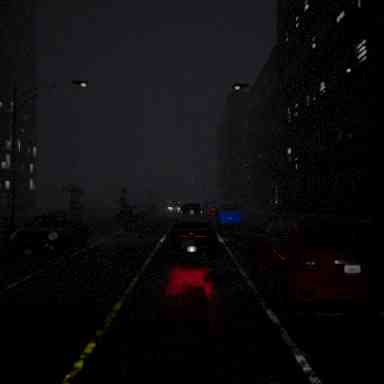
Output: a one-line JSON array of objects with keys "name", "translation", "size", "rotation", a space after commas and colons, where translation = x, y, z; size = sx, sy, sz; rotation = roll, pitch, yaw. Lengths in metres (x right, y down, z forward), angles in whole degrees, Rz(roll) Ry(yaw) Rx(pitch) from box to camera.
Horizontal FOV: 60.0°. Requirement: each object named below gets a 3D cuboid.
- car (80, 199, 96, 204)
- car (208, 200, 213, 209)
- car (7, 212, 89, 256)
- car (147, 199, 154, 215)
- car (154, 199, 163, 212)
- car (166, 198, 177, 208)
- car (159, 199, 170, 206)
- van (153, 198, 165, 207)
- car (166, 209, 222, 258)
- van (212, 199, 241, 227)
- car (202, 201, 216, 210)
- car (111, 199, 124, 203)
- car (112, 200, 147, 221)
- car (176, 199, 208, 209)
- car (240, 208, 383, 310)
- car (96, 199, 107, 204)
[{"name": "car", "translation": [-26.447, 2.314, 81.791], "size": [4.097, 1.590, 1.967], "rotation": [0, -1, 1]}, {"name": "car", "translation": [2.670, 1.932, 36.208], "size": [1.887, 1.381, 4.507], "rotation": [1, -1, 0]}, {"name": "car", "translation": [-5.694, 1.590, 13.586], "size": [1.967, 1.590, 4.097], "rotation": [1, -1, 0]}, {"name": "car", "translation": [-5.677, 1.827, 36.169], "size": [1.967, 1.590, 4.097], "rotation": [1, -1, 0]}, {"name": "car", "translation": [-5.687, 2.044, 47.458], "size": [1.887, 1.381, 4.507], "rotation": [1, -1, 0]}, {"name": "car", "translation": [-3.099, 1.989, 61.694], "size": [2.097, 1.767, 4.553], "rotation": [0, -1, 0]}, {"name": "car", "translation": [-5.707, 2.261, 70.041], "size": [1.887, 1.381, 4.507], "rotation": [1, -1, 0]}, {"name": "van", "translation": [-5.690, 1.896, 53.106], "size": [1.690, 1.788, 3.998], "rotation": [1, -1, 0]}, {"name": "car", "translation": [0.011, 1.656, 13.497], "size": [1.837, 1.490, 4.892], "rotation": [0, 0, 1]}, {"name": "van", "translation": [2.682, 1.612, 24.916], "size": [1.690, 1.788, 3.998], "rotation": [1, -1, 0]}, {"name": "car", "translation": [2.655, 2.121, 53.144], "size": [1.947, 1.339, 4.313], "rotation": [1, -1, 0]}, {"name": "car", "translation": [-19.795, 2.600, 90.340], "size": [4.403, 1.369, 2.008], "rotation": [0, -1, 1]}, {"name": "car", "translation": [-5.678, 1.769, 30.523], "size": [1.967, 1.590, 4.097], "rotation": [1, -1, 0]}, {"name": "car", "translation": [-0.001, 1.658, 28.431], "size": [2.097, 1.767, 4.553], "rotation": [0, -1, 0]}, {"name": "car", "translation": [2.696, 1.404, 7.979], "size": [2.192, 1.841, 5.009], "rotation": [1, -1, 0]}, {"name": "car", "translation": [-25.277, 2.641, 90.411], "size": [4.313, 1.339, 1.947], "rotation": [0, -1, 1]}]
